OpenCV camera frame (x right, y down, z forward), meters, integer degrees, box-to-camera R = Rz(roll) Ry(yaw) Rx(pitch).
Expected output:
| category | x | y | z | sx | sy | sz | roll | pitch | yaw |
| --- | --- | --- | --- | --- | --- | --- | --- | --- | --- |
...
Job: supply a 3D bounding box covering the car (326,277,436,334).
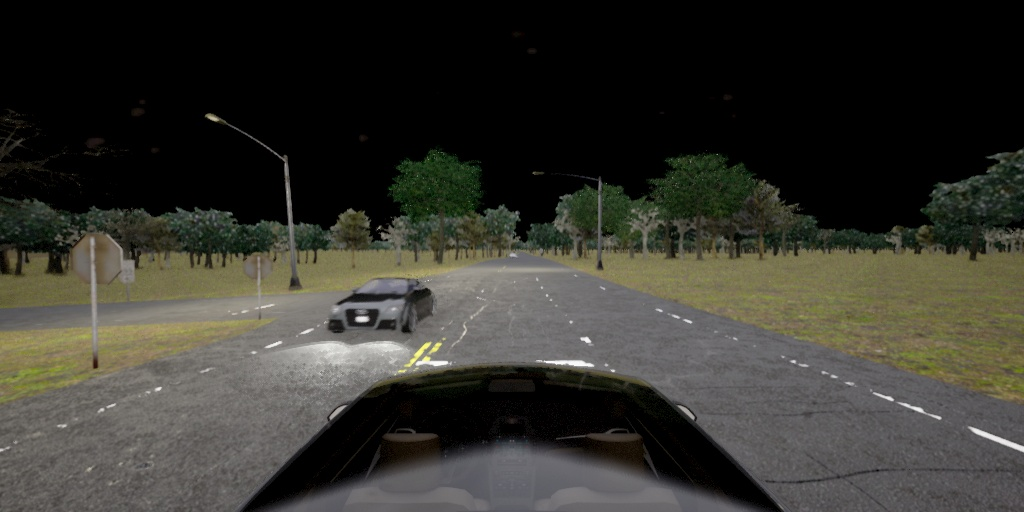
| category | x | y | z | sx | sy | sz | roll | pitch | yaw |
| --- | --- | --- | --- | --- | --- | --- | --- | --- | --- |
| car | -3.521 | 1.315 | 10.418 | 1.994 | 1.385 | 4.181 | 0 | -1 | 0 |
